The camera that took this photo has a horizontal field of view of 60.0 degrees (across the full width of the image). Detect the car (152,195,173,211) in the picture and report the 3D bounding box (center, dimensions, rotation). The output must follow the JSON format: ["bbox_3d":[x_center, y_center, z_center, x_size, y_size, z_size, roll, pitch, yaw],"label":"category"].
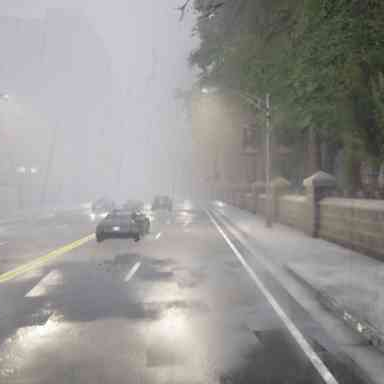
[{"bbox_3d":[-3.246,1.170,36.900,2.097,1.767,4.553,0,0,0],"label":"car"}]

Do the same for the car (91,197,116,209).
[{"bbox_3d":[-9.847,1.374,37.417,2.128,1.511,4.902,0,0,0],"label":"car"}]

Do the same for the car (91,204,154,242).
[{"bbox_3d":[-3.188,1.495,16.008,1.994,1.385,4.181,0,0,0],"label":"car"}]

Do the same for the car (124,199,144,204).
[{"bbox_3d":[-6.596,1.469,37.396,1.895,1.301,4.718,0,0,0],"label":"car"}]
